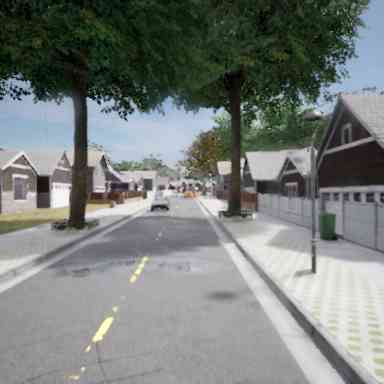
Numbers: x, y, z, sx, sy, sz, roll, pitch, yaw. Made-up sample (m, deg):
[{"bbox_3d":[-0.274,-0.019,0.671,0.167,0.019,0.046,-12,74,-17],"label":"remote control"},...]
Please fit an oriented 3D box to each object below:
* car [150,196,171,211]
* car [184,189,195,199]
[{"bbox_3d":[-3.172,1.164,34.625,2.033,1.411,5.357,-1,1,-1],"label":"car"},{"bbox_3d":[-0.706,0.594,70.478,1.882,1.535,5.008,-1,1,1],"label":"car"}]
